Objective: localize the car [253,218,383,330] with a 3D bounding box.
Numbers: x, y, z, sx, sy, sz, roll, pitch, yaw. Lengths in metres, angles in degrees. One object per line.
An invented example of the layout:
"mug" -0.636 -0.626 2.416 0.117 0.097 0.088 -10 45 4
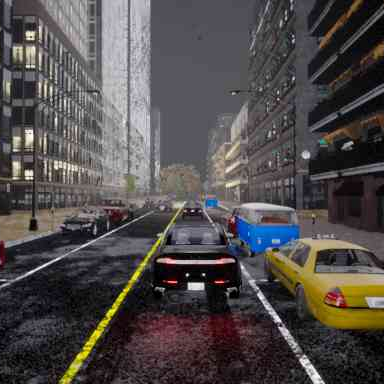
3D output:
"car" 2.695 1.527 7.014 1.752 1.417 4.829 1 0 0

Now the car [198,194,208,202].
"car" 2.625 1.343 80.389 2.192 1.841 5.009 1 0 0

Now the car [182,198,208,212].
"car" 0.067 1.557 28.956 2.033 1.411 5.357 0 0 0

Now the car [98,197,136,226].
"car" -5.699 1.322 23.800 2.192 1.841 5.009 1 0 0

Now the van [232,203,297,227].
"van" 2.692 1.345 12.501 1.690 1.788 3.998 1 0 0

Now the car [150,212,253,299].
"car" 0.087 1.494 8.440 2.128 1.511 4.902 0 0 0

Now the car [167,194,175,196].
"car" -5.773 1.347 91.688 2.192 1.841 5.009 1 0 0

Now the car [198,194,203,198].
"car" 2.633 1.574 69.073 2.008 1.369 4.403 1 0 0

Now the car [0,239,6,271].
"car" -5.685 1.547 6.829 1.887 1.381 4.507 1 0 0

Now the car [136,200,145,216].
"car" -5.708 1.575 29.457 1.947 1.339 4.313 1 0 0

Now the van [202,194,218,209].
"van" 2.659 1.356 46.445 1.690 1.788 3.998 1 0 0

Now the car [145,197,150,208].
"car" -5.723 1.455 46.430 1.967 1.590 4.097 1 0 0

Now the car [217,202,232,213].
"car" 2.685 1.446 18.158 1.967 1.590 4.097 1 0 0

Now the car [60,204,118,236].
"car" -5.697 1.556 18.143 2.008 1.369 4.403 1 0 0

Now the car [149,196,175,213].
"car" -3.090 1.505 37.108 2.128 1.511 4.902 0 0 0
